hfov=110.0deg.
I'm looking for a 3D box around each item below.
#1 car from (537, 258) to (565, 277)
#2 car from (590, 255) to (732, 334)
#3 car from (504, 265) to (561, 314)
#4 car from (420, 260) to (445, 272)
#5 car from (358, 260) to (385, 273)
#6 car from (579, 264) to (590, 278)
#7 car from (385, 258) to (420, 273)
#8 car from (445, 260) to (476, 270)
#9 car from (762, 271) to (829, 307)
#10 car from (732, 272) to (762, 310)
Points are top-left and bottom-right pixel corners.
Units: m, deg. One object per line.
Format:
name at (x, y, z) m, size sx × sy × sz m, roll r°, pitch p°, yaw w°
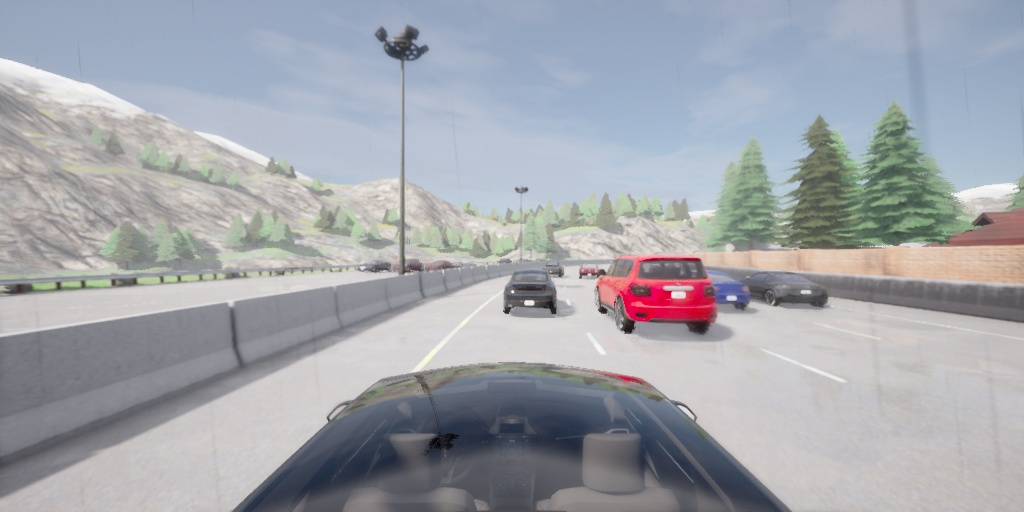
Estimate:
car at (4.142, 1.264, 35.462) m, size 2.128 × 1.511 × 4.902 m, roll 0°, pitch 0°, yaw 13°
car at (3.994, 0.985, 10.894) m, size 2.150 × 2.045 × 5.566 m, roll 0°, pitch 0°, yaw 4°
car at (0.755, 1.261, 13.964) m, size 1.837 × 1.490 × 4.892 m, roll 0°, pitch 0°, yaw 5°
car at (-8.607, 1.220, 43.003) m, size 1.882 × 1.535 × 5.008 m, roll 0°, pitch 0°, yaw 15°
car at (-16.025, 1.215, 42.205) m, size 2.128 × 1.511 × 4.902 m, roll 0°, pitch 0°, yaw 14°
car at (7.387, 1.381, 34.089) m, size 1.895 × 1.301 × 4.718 m, roll 0°, pitch 0°, yaw 12°
car at (-12.385, 1.085, 42.320) m, size 2.097 × 1.767 × 4.553 m, roll 0°, pitch 0°, yaw 15°
car at (-5.528, 1.351, 41.076) m, size 1.895 × 1.301 × 4.718 m, roll 0°, pitch 0°, yaw 14°
car at (11.469, 1.348, 15.722) m, size 1.994 × 1.385 × 4.181 m, roll 0°, pitch 0°, yaw 6°
car at (7.837, 1.300, 14.751) m, size 1.812 × 1.442 × 4.674 m, roll 0°, pitch 0°, yaw 5°
